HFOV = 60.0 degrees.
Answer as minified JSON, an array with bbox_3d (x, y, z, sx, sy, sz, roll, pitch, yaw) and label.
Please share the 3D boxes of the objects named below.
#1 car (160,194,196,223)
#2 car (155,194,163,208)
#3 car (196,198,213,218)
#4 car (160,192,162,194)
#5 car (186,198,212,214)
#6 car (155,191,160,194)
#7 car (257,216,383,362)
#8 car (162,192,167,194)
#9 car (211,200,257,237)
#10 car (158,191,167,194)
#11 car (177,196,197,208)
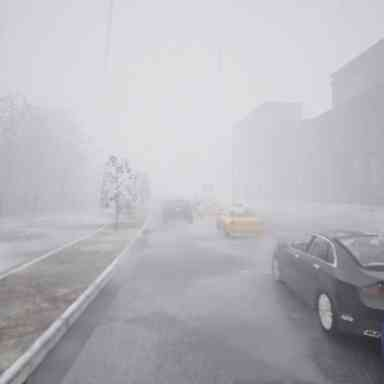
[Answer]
[{"bbox_3d":[-1.161,1.286,24.936,2.097,1.767,4.553,0,0,-5],"label":"car"},{"bbox_3d":[-3.154,1.363,41.406,2.128,1.511,4.902,0,0,-8],"label":"car"},{"bbox_3d":[1.497,1.404,28.930,1.946,1.575,5.366,0,0,-5],"label":"car"},{"bbox_3d":[-5.329,1.221,72.668,2.002,1.452,4.674,0,0,-10],"label":"car"},{"bbox_3d":[0.689,1.413,35.925,2.163,1.488,4.792,0,0,-7],"label":"car"},{"bbox_3d":[-7.182,0.845,83.634,2.435,2.045,5.566,0,0,-10],"label":"car"},{"bbox_3d":[2.977,1.472,6.639,2.231,1.521,4.892,0,0,-1],"label":"car"},{"bbox_3d":[-4.411,1.248,67.229,2.163,1.488,4.792,0,0,-10],"label":"car"},{"bbox_3d":[2.438,1.438,17.952,1.946,1.575,5.366,0,0,-3],"label":"car"},{"bbox_3d":[-6.260,1.170,78.169,2.163,1.488,4.792,0,0,-10],"label":"car"},{"bbox_3d":[-0.724,1.344,45.418,2.097,1.535,5.008,0,0,-9],"label":"car"}]
